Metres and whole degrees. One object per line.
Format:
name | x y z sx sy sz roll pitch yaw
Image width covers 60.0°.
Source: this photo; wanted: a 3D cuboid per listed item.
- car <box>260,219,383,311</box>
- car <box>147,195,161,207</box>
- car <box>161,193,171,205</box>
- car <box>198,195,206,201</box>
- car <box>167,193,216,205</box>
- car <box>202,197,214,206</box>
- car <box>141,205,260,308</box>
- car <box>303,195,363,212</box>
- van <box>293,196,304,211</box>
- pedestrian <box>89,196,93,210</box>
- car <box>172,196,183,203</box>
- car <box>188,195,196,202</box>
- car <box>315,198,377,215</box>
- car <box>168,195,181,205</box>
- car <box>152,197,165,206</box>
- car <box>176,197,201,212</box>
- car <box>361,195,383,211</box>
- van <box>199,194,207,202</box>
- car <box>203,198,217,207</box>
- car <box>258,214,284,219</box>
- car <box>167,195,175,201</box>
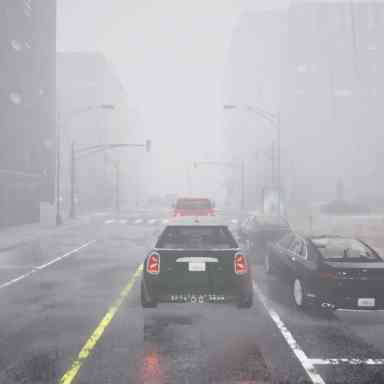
car | 2.828 1.553 7.569 2.008 1.369 4.403 1 0 0
car | -5.692 1.334 51.369 2.192 1.841 5.009 1 0 0
car | -3.137 1.240 51.021 2.150 2.045 5.566 0 0 0
car | 2.671 1.582 90.329 1.887 1.381 4.507 1 0 0
car | 0.082 1.228 17.536 2.150 2.045 5.566 0 0 0
car | 2.682 1.604 56.902 1.802 1.307 4.206 1 0 0
car | 0.098 1.354 8.065 2.097 1.767 4.553 0 0 0
car | 14.977 1.385 35.553 5.008 1.535 1.882 0 -1 2
van | 13.751 1.297 38.155 3.998 1.788 1.690 0 0 0
pedestrian | -12.542 1.348 41.291 0.375 1.860 0.375 0 0 0
car | -3.023 1.553 70.660 2.128 1.511 4.902 0 0 0
car | -0.027 1.533 79.951 1.837 1.490 4.892 0 0 0
car | 13.693 1.413 29.774 4.206 1.307 1.802 0 0 0
car | -3.088 1.375 60.590 2.097 1.767 4.553 0 0 0
car | -5.698 1.566 56.940 1.887 1.381 4.507 1 0 0
car | -0.365 1.535 42.002 1.882 1.535 5.008 1 1 16
car | 19.278 1.228 38.117 5.009 1.841 2.192 0 0 0
van | 2.677 1.373 79.188 1.690 1.788 3.998 1 0 0
car | 2.684 1.585 51.331 1.947 1.339 4.313 1 0 0
car | 2.826 1.555 13.139 2.008 1.369 4.403 1 0 0
car | -5.709 1.604 90.366 1.947 1.339 4.313 1 0 0
